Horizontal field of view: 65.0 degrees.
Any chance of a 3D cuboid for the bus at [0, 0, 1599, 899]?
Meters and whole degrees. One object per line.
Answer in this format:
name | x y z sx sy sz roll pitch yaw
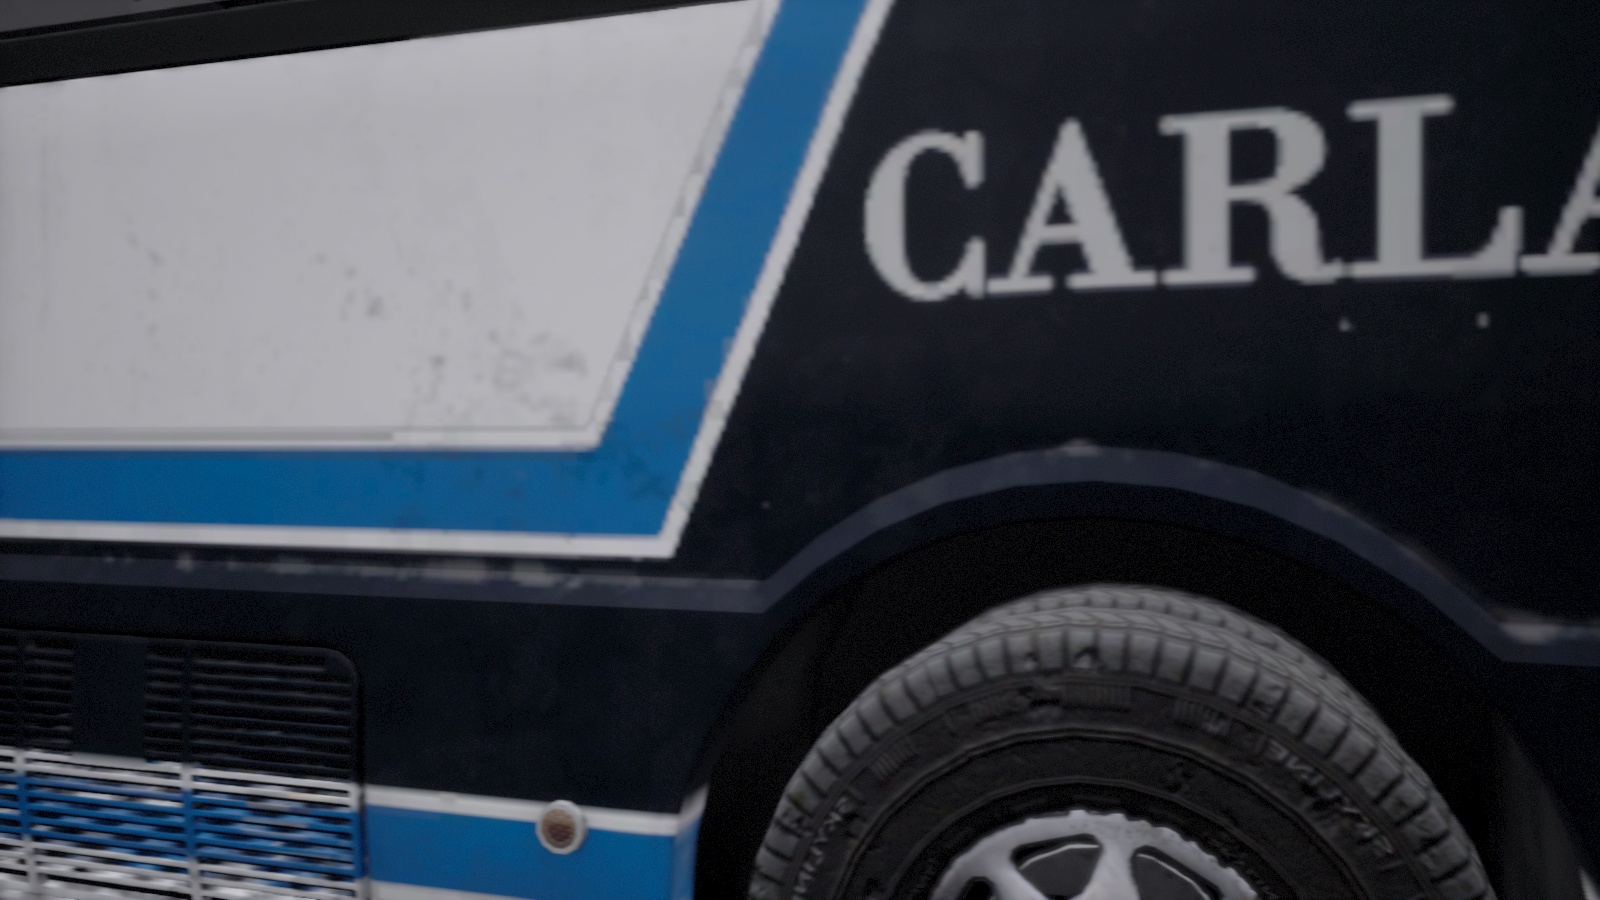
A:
bus | -1.634 -0.624 4.218 10.273 4.253 3.944 1 1 18
